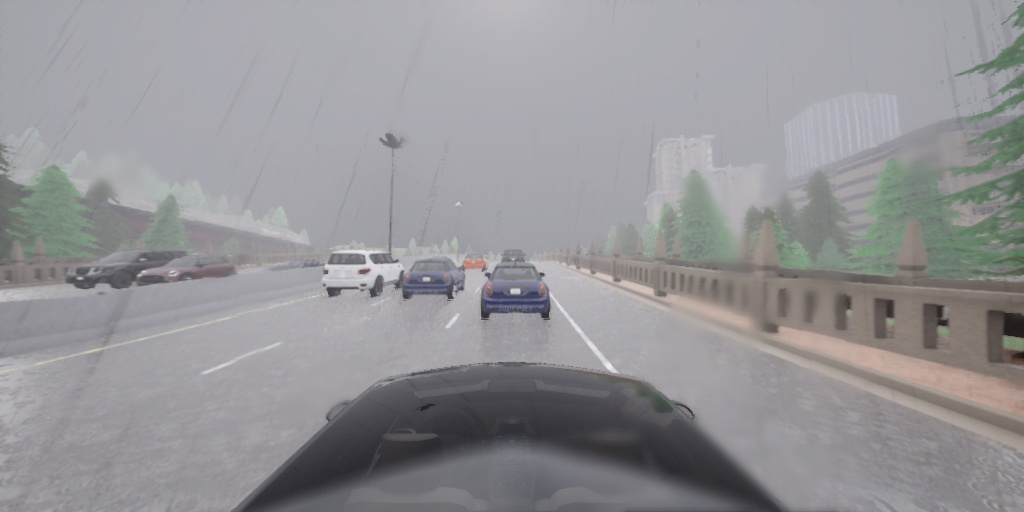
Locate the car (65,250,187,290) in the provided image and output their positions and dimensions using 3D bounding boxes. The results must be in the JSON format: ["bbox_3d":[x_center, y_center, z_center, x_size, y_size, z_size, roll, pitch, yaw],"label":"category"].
[{"bbox_3d":[-21.097,0.667,20.262,2.150,2.045,5.566,0,1,0],"label":"car"}]

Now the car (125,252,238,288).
[{"bbox_3d":[-17.596,0.812,19.686,2.097,1.767,4.553,0,1,0],"label":"car"}]

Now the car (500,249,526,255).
[{"bbox_3d":[0.104,0.362,33.109,2.150,2.045,5.566,0,1,0],"label":"car"}]

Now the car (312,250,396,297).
[{"bbox_3d":[-6.898,0.739,17.277,2.150,2.045,5.566,0,1,0],"label":"car"}]

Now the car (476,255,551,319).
[{"bbox_3d":[0.102,0.984,12.445,2.097,1.767,4.553,0,1,0],"label":"car"}]

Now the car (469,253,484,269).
[{"bbox_3d":[-3.396,0.476,33.759,2.097,1.767,4.553,0,1,0],"label":"car"}]

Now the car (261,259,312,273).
[{"bbox_3d":[-14.096,0.910,23.749,2.033,1.411,5.357,0,1,0],"label":"car"}]

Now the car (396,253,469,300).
[{"bbox_3d":[-3.398,0.890,16.366,2.097,1.767,4.553,0,1,0],"label":"car"}]

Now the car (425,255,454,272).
[{"bbox_3d":[-6.896,0.667,34.657,1.994,1.385,4.181,0,1,0],"label":"car"}]
